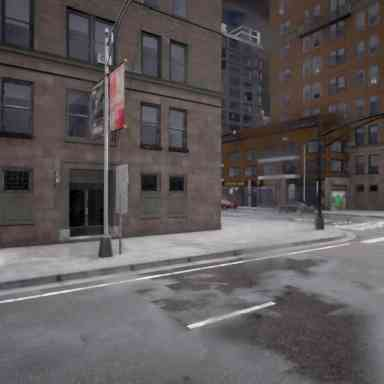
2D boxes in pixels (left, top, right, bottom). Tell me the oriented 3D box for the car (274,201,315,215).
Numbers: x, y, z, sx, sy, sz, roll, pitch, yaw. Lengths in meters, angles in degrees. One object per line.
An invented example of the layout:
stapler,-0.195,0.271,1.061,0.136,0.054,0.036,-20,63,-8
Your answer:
car,10.520,1.580,34.251,1.947,1.339,4.313,0,0,-35

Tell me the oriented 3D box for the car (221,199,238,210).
car,4.164,1.594,43.257,1.802,1.307,4.206,0,0,-35
